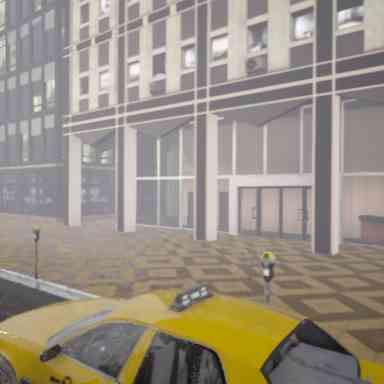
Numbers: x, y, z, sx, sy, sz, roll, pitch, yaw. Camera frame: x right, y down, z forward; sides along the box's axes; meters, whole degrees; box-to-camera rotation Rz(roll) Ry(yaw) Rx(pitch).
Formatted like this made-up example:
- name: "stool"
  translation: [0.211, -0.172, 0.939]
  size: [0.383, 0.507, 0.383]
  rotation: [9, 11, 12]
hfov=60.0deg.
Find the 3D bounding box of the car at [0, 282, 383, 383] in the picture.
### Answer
- name: "car"
  translation: [-0.220, 1.515, 3.029]
  size: [4.829, 1.417, 1.752]
  rotation: [0, 0, 36]
